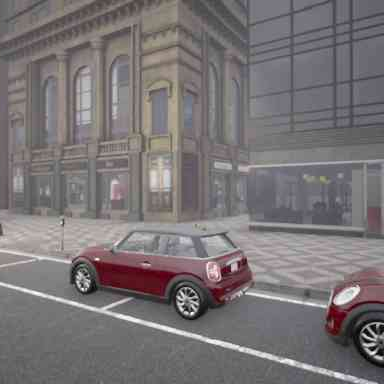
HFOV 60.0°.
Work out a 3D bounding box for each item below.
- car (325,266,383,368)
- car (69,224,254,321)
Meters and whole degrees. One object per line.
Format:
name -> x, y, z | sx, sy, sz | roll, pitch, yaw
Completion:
car -> 3.931, 1.443, 4.332 | 4.097, 1.590, 1.967 | 0, 0, 32
car -> -0.833, 1.450, 7.347 | 4.097, 1.590, 1.967 | 0, 0, 32
